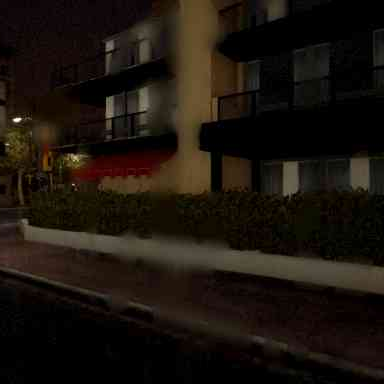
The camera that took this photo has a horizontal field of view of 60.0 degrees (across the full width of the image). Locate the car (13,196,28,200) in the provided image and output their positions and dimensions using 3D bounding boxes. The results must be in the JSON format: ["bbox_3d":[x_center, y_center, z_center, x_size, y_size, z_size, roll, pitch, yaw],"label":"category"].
[{"bbox_3d":[-36.209,1.481,67.988,4.892,1.521,2.231,0,0,36],"label":"car"}]
